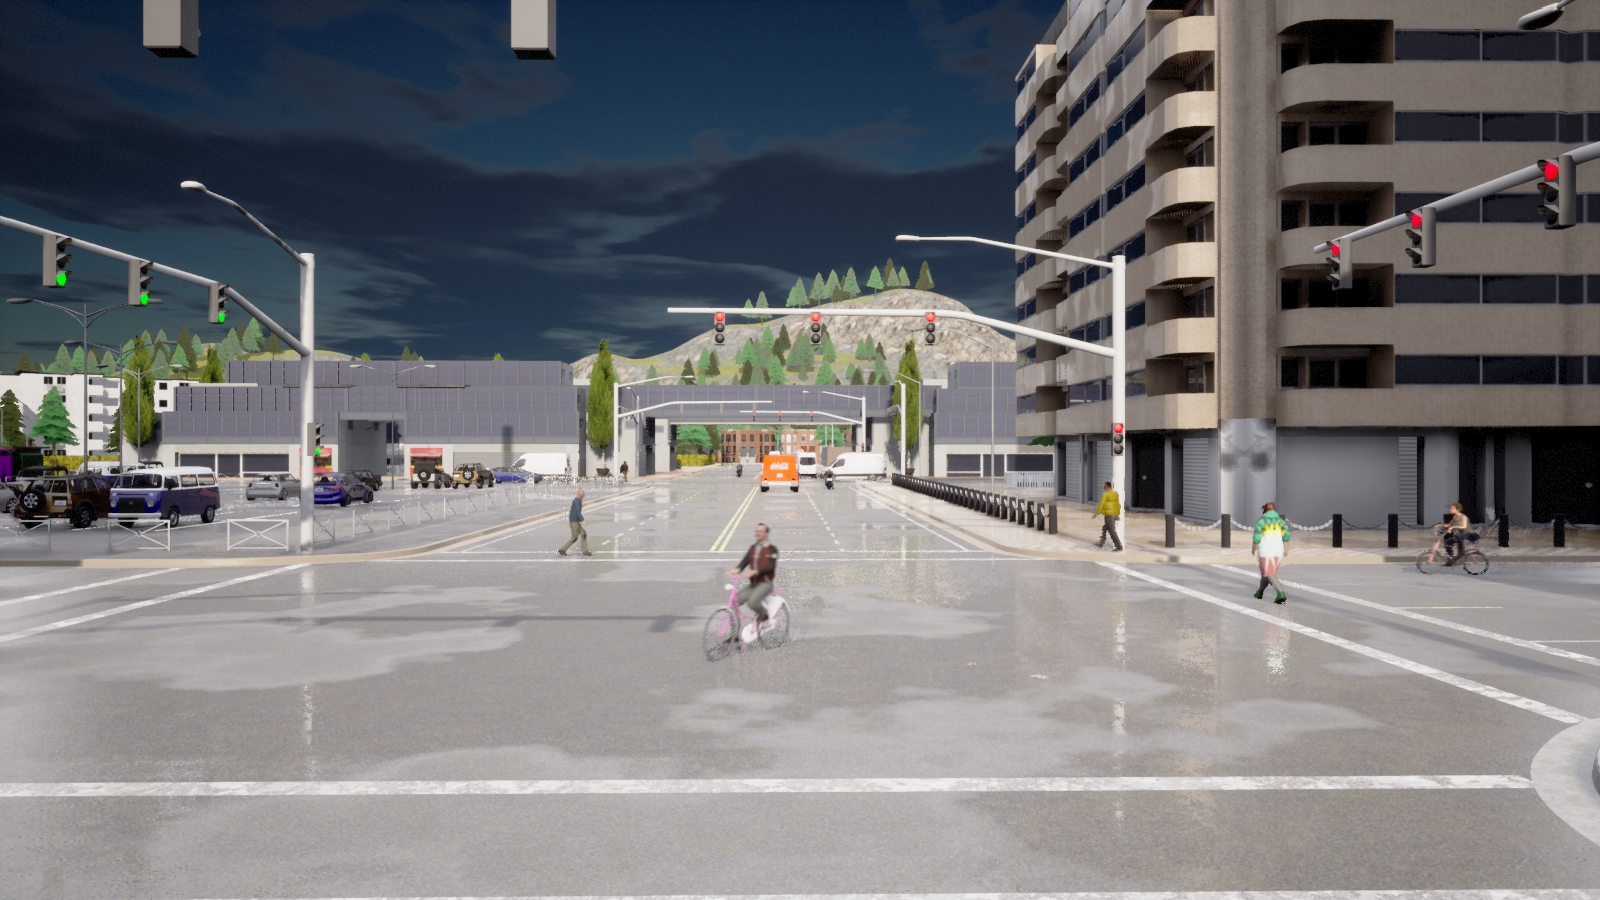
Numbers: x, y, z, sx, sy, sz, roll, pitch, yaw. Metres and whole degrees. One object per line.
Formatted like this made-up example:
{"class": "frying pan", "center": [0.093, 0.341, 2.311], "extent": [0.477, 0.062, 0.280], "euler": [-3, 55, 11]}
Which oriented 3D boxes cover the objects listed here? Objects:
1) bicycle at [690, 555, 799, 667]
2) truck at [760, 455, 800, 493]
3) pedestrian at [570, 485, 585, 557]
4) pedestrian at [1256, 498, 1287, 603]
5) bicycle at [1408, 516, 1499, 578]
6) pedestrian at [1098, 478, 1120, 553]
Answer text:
{"class": "bicycle", "center": [-0.720, 2.131, 15.377], "extent": [0.329, 1.271, 1.835], "euler": [2, 1, 37]}
{"class": "truck", "center": [-1.366, 1.564, 77.071], "extent": [2.627, 2.467, 5.204], "euler": [0, 0, -1]}
{"class": "pedestrian", "center": [-5.782, 1.836, 29.672], "extent": [0.375, 1.860, 0.375], "euler": [0, 0, -8]}
{"class": "pedestrian", "center": [8.532, 1.804, 20.664], "extent": [0.375, 1.860, 0.375], "euler": [0, 0, -8]}
{"class": "bicycle", "center": [14.216, 2.102, 24.893], "extent": [1.487, 1.276, 0.859], "euler": [0, -1, 6]}
{"class": "pedestrian", "center": [7.824, 1.654, 28.907], "extent": [0.375, 1.860, 0.375], "euler": [0, 0, -36]}
